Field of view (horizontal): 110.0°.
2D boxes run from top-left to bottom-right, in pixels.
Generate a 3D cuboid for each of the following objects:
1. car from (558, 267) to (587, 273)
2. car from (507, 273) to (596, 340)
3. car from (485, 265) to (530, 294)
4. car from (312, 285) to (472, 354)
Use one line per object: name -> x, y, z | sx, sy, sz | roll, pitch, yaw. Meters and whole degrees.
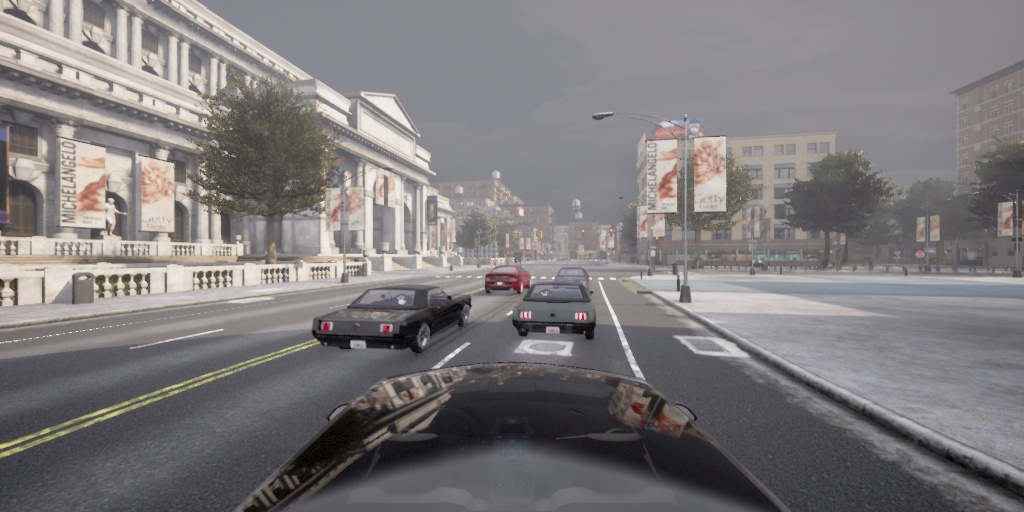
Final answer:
car -> 3.279, 1.293, 19.436 | 2.033, 1.411, 5.357 | 0, 0, 12
car -> 1.335, 1.349, 10.088 | 1.895, 1.301, 4.718 | 0, 0, 11
car -> -0.114, 1.223, 20.251 | 1.882, 1.535, 5.008 | 0, 0, 12
car -> -2.454, 1.349, 8.823 | 1.895, 1.301, 4.718 | 0, 0, 10
